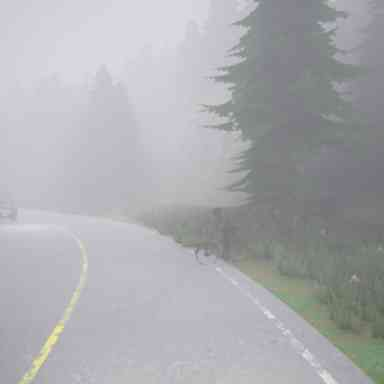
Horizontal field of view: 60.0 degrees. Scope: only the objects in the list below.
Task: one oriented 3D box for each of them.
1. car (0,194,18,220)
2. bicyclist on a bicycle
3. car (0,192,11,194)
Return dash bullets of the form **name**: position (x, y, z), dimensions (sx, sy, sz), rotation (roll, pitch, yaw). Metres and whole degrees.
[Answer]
- **car**: position (-13.372, 1.116, 22.205), dimensions (4.902, 1.511, 2.128), rotation (1, 1, 41)
- **bicyclist on a bicycle**: position (0.885, 1.272, 9.480), dimensions (1.656, 1.620, 0.582), rotation (-1, 1, -15)
- **car**: position (-18.232, 0.818, 30.953), dimensions (4.553, 1.767, 2.097), rotation (1, 1, 37)
